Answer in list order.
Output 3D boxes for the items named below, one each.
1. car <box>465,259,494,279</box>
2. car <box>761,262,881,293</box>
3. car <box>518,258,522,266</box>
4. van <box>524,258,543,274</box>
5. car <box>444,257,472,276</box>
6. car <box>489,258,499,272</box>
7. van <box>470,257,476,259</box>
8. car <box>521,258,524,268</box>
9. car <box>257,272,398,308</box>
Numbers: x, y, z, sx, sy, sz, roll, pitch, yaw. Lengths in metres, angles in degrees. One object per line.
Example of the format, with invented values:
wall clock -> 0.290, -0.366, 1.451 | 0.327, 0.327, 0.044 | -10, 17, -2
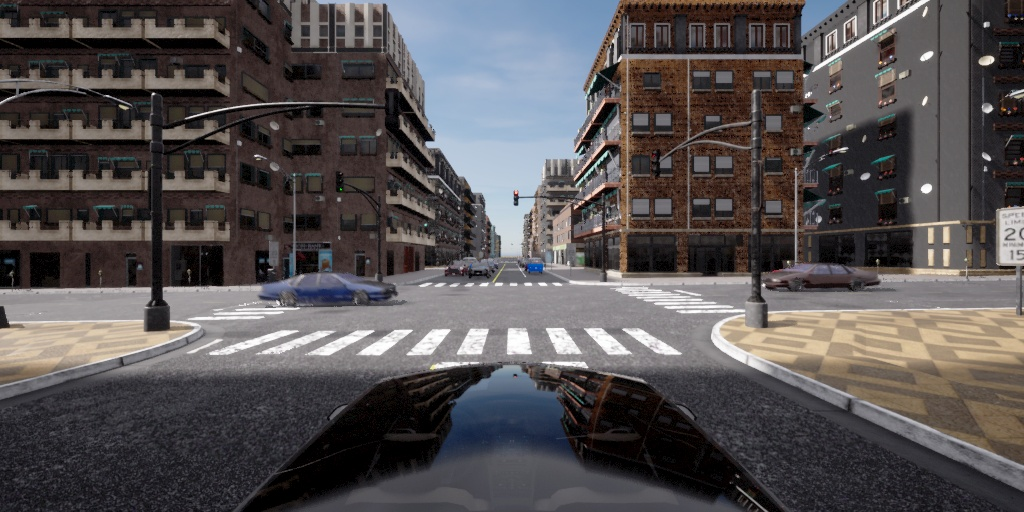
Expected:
car -> -2.921, 1.248, 33.172 | 1.837, 1.490, 4.892 | 0, 0, 0
car -> 15.503, 1.065, 18.344 | 5.357, 1.411, 2.033 | -1, 0, 0
car -> 2.434, 1.300, 58.227 | 1.948, 1.339, 4.313 | 0, 0, 0
van -> 2.602, 1.081, 40.861 | 1.690, 1.789, 3.998 | 0, 0, 0
car -> -5.525, 1.182, 35.882 | 1.967, 1.591, 4.097 | 0, 0, 0
car -> -2.951, 1.287, 43.073 | 2.033, 1.411, 5.357 | 0, 0, -1
van -> -5.517, 1.079, 47.046 | 1.690, 1.789, 3.998 | 0, 0, 0
car -> 2.552, 1.283, 47.065 | 1.888, 1.381, 4.507 | 0, 0, 0
car -> -7.789, 1.385, 15.428 | 5.357, 1.411, 2.033 | -1, 0, 0
